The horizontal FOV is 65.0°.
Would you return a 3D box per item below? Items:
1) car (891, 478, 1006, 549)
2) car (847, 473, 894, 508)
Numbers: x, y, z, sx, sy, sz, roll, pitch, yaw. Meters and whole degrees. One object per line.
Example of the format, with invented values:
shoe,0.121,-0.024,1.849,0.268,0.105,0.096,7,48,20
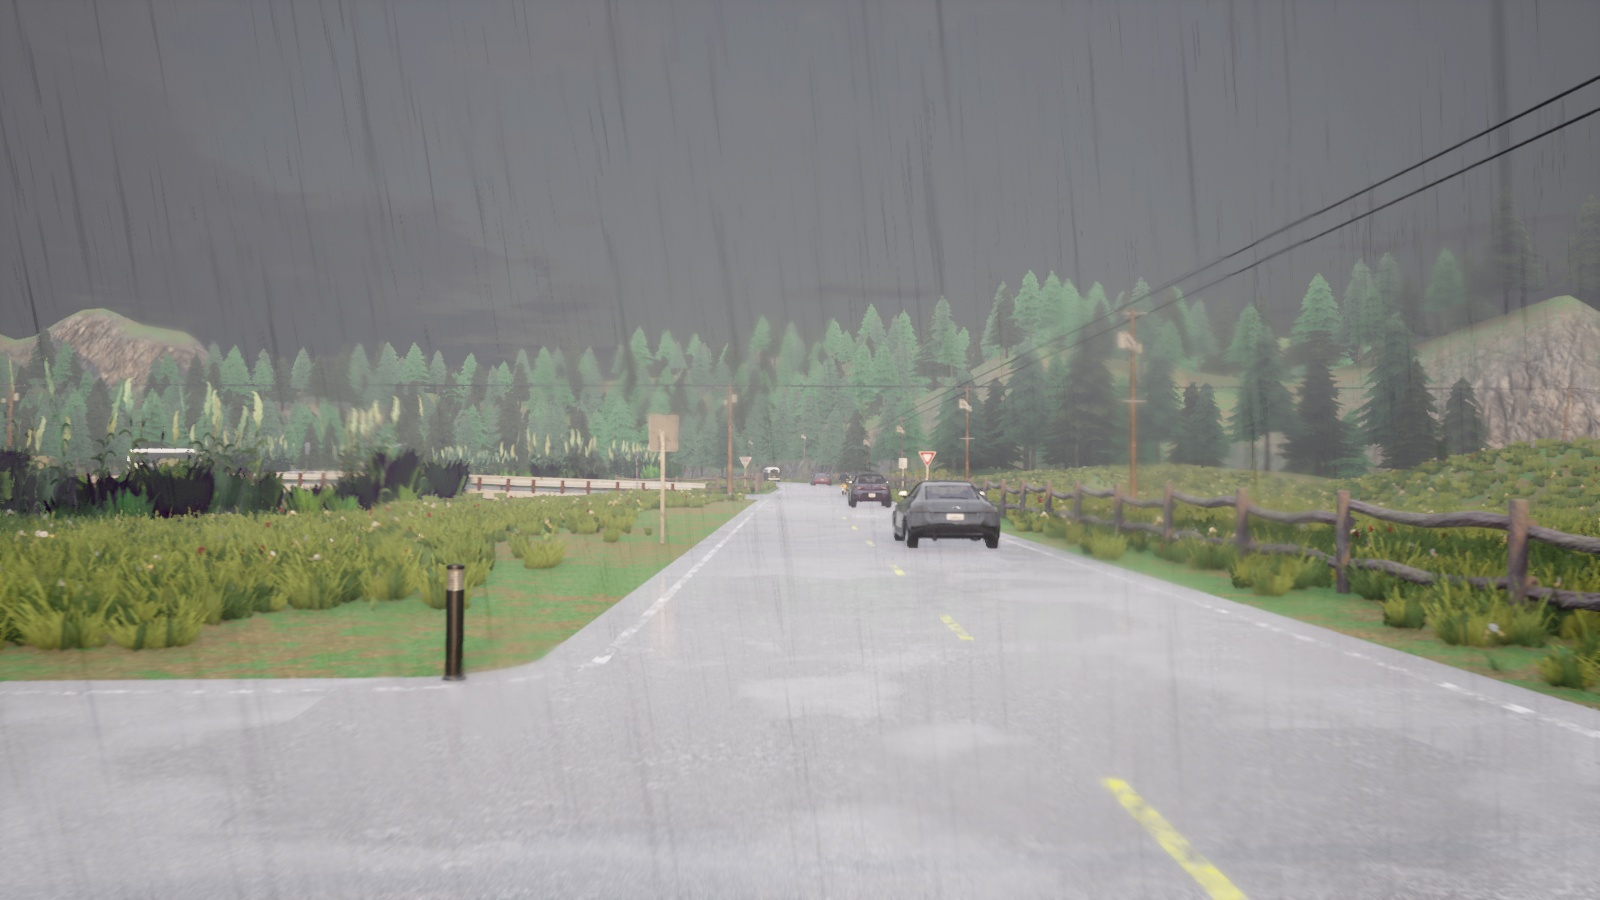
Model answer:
car,3.133,1.324,27.376,1.994,1.385,4.181,0,-1,0
car,3.066,1.746,55.546,1.816,1.474,4.193,0,-1,0
